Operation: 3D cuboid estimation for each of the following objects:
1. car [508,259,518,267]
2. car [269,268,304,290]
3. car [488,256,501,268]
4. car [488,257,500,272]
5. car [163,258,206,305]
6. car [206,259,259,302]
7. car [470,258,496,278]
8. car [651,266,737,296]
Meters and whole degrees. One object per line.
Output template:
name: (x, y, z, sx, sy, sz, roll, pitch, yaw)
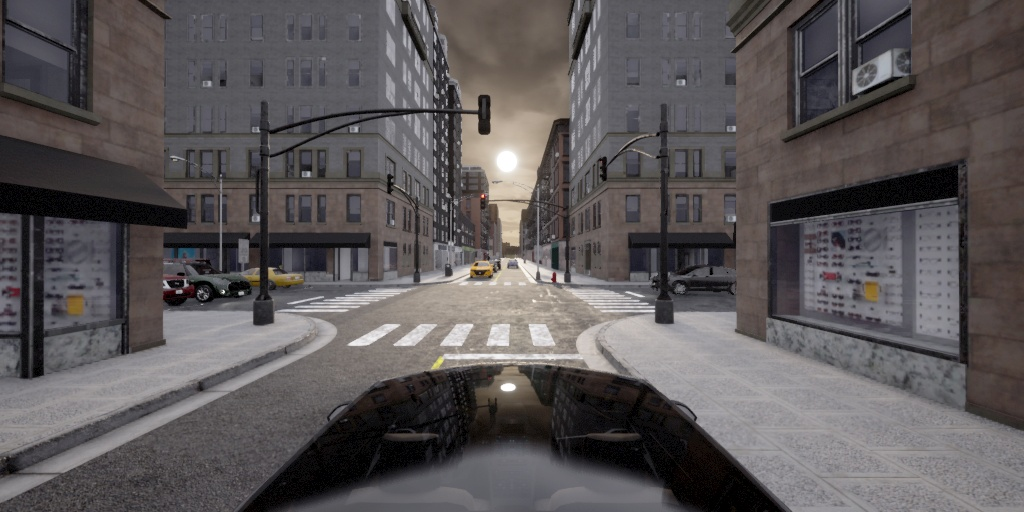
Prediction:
car: (0.148, 1.271, 63.825, 2.033, 1.411, 5.357, 0, 0, 0)
car: (-15.234, 1.279, 21.575, 4.829, 1.417, 1.751, 0, 0, 0)
car: (-2.801, 0.953, 54.896, 2.150, 2.045, 5.566, 0, 0, 0)
car: (-2.815, 1.244, 44.303, 1.837, 1.490, 4.892, 0, 0, 0)
car: (-15.090, 1.035, 13.549, 5.009, 1.841, 2.192, 0, 0, 0)
car: (-14.378, 1.084, 16.089, 4.553, 1.767, 2.097, 0, 0, 0)
car: (-2.821, 1.222, 33.900, 1.882, 1.535, 5.008, 0, 0, 0)
car: (9.919, 1.273, 18.962, 4.892, 1.490, 1.837, 1, 0, 0)
